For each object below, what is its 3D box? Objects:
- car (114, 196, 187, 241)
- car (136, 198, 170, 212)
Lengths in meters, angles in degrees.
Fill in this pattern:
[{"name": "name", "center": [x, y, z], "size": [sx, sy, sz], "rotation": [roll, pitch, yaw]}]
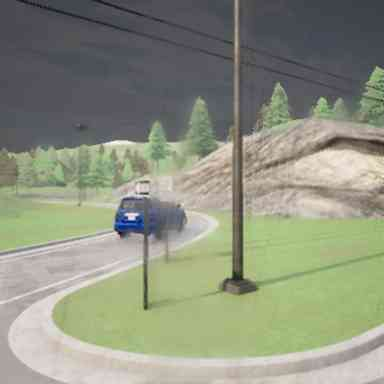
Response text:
[{"name": "car", "center": [-1.940, 1.214, 17.078], "size": [2.150, 2.045, 5.566], "rotation": [0, 0, 15]}, {"name": "car", "center": [-4.737, 1.525, 39.586], "size": [2.033, 1.411, 5.357], "rotation": [0, 0, -29]}]
